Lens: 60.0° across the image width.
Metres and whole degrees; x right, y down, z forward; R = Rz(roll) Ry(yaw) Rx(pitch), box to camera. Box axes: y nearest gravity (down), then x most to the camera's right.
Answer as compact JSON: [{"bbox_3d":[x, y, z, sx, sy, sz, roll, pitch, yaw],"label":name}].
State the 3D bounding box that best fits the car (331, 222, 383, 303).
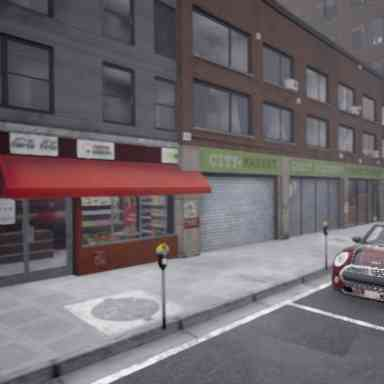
[{"bbox_3d":[4.861,1.418,7.679,4.097,1.590,1.967,0,0,-43],"label":"car"}]
